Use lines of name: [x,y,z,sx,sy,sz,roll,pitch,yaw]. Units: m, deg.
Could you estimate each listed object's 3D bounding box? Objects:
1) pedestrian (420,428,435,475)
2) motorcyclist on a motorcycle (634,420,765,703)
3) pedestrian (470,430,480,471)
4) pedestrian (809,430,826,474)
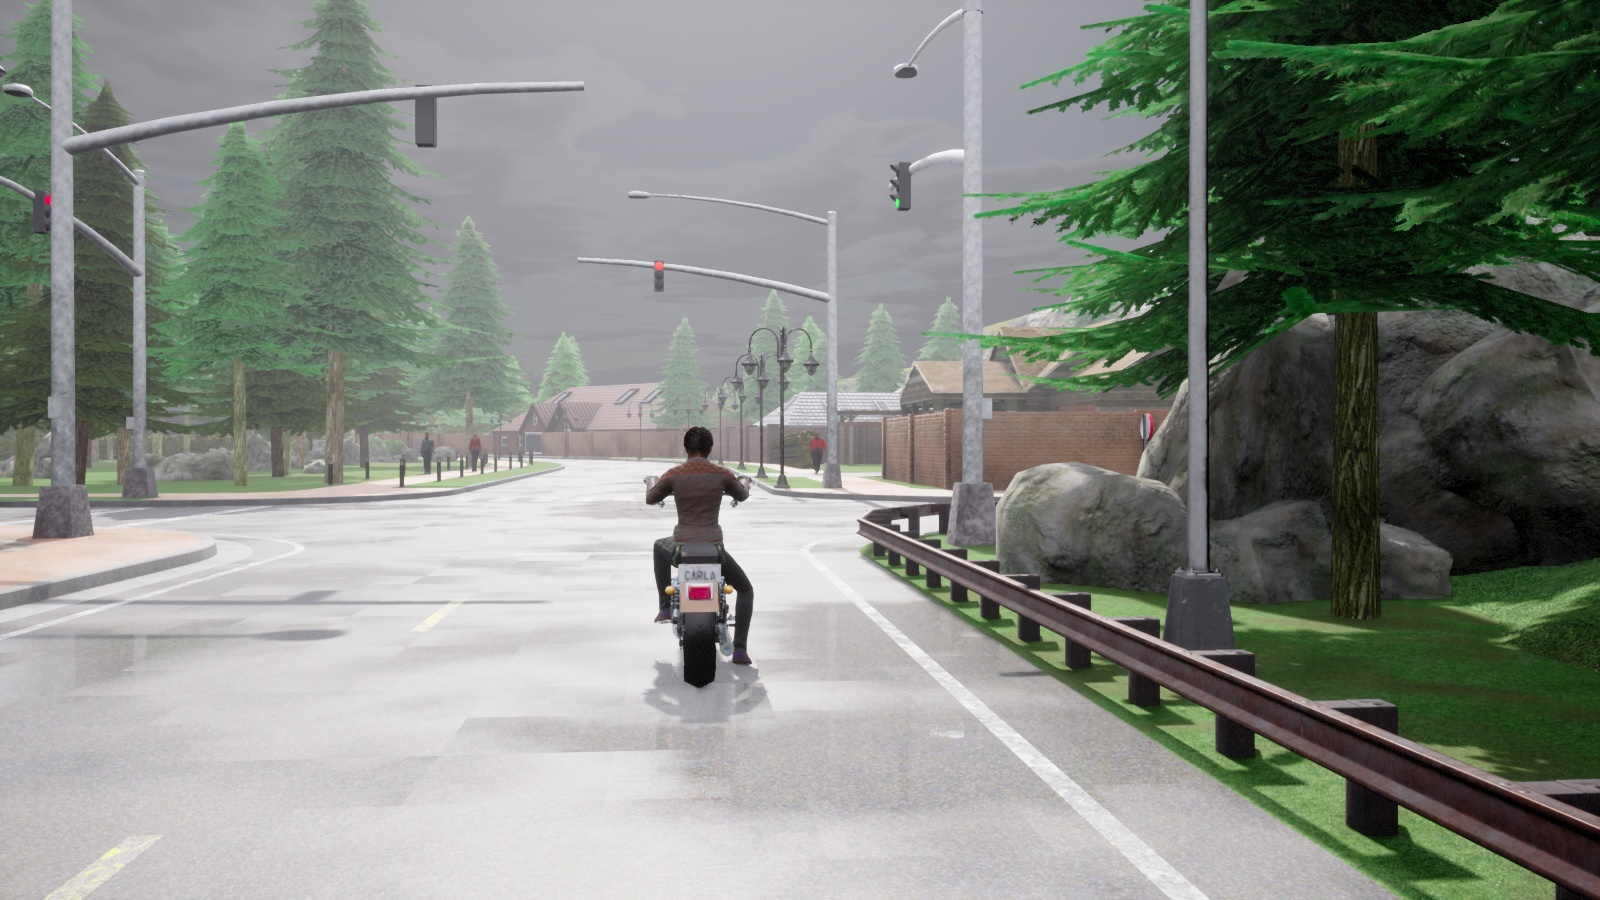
pedestrian: [-15.440,0.066,52.037,0.423,1.949,0.788,0,0,-5]
motorcyclist on a motorcycle: [-0.693,0.648,8.534,0.766,1.649,2.350,0,0,-5]
pedestrian: [-14.779,0.038,57.093,0.331,1.846,0.636,0,0,-6]
pedestrian: [0.714,0.087,52.377,0.634,1.844,0.899,0,0,-5]
